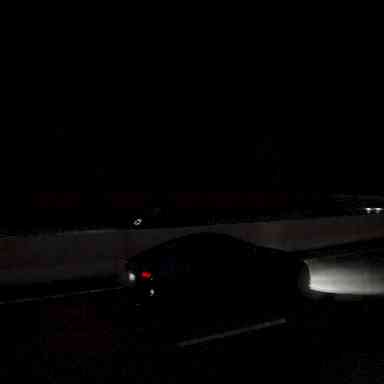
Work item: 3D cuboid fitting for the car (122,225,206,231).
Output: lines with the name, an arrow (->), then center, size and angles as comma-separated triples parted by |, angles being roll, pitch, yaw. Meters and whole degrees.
car -> -1.527, 1.517, 18.438 | 4.553, 1.767, 2.097 | 0, -1, -30

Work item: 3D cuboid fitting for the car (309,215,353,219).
car -> 8.580, 1.661, 20.742 | 4.181, 1.385, 1.994 | 0, -1, -36

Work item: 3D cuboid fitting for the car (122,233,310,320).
car -> 0.592, 1.623, 7.444 | 4.181, 1.385, 1.994 | 0, 0, -27
